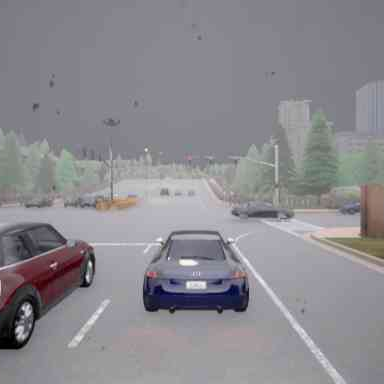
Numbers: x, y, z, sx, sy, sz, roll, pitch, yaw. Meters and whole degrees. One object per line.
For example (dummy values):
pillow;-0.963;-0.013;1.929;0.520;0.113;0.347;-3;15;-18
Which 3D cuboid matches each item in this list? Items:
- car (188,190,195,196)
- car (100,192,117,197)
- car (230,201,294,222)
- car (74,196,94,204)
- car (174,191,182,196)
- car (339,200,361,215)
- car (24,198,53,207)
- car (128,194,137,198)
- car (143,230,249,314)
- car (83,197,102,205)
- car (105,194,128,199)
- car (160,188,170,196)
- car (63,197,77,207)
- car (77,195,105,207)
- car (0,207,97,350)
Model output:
car;-0.143;0.206;88.005;2.033;1.411;5.357;0;7;0
car;-17.557;1.012;71.792;2.150;2.045;5.566;0;2;0
car;5.451;1.480;26.124;4.902;1.511;2.128;0;0;5
car;-21.032;1.500;64.892;2.033;1.411;5.357;0;1;0
car;-3.643;0.274;87.917;1.895;1.301;4.718;0;7;0
car;17.097;1.512;33.117;4.674;1.442;1.812;0;0;0
car;-21.088;1.527;45.972;2.033;1.411;5.357;0;0;0
car;-14.086;1.126;77.122;1.895;1.301;4.718;0;3;0
car;0.077;1.561;7.698;1.994;1.385;4.181;0;0;0
car;-17.567;1.576;59.114;1.895;1.301;4.718;0;0;0
car;-14.064;1.520;62.280;2.033;1.411;5.357;0;0;0
car;-7.144;-0.129;88.172;2.150;2.045;5.566;0;7;0
car;-17.585;1.484;49.823;1.837;1.490;4.892;0;0;0
car;-14.088;1.544;46.621;1.994;1.385;4.181;0;0;0
car;-3.431;1.349;6.402;2.097;1.767;4.553;0;0;0
